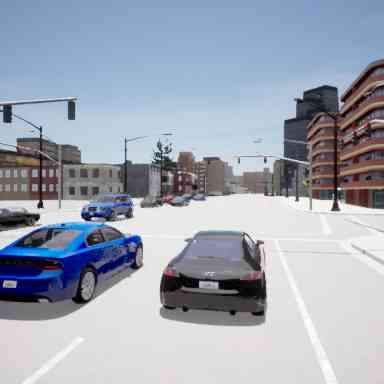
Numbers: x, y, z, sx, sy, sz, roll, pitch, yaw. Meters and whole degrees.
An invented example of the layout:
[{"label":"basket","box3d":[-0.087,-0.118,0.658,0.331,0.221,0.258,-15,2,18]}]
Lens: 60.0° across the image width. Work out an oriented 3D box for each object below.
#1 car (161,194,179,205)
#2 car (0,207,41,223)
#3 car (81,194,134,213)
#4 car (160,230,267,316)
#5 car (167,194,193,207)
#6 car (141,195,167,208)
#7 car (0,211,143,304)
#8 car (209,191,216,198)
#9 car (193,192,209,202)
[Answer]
[{"label":"car","box3d":[-3.677,1.216,56.106,1.882,1.535,5.008,0,2,11]},{"label":"car","box3d":[-11.351,1.598,19.946,1.895,1.301,4.718,0,0,12]},{"label":"car","box3d":[-6.428,1.195,26.009,2.150,2.045,5.566,0,0,13]},{"label":"car","box3d":[0.690,1.564,7.665,1.994,1.385,4.181,0,0,12]},{"label":"car","box3d":[-1.728,1.397,47.901,2.033,1.411,5.357,0,1,11]},{"label":"car","box3d":[-5.557,1.230,46.538,2.097,1.767,4.553,0,1,11]},{"label":"car","box3d":[-2.747,1.478,8.312,1.882,1.535,5.008,0,0,11]},{"label":"car","box3d":[4.611,0.589,80.071,1.837,1.490,4.892,0,1,11]},{"label":"car","box3d":[1.550,1.102,64.520,1.812,1.442,4.674,0,1,11]}]
